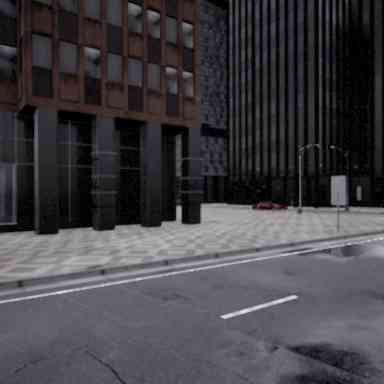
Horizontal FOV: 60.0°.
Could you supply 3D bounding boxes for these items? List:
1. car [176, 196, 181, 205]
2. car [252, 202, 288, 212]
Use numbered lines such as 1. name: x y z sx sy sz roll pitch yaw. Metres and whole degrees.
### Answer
1. car: -3.462 1.790 62.582 2.150 2.045 5.566 0 -1 -35
2. car: 10.133 1.922 43.327 1.895 1.301 4.718 0 0 -35
